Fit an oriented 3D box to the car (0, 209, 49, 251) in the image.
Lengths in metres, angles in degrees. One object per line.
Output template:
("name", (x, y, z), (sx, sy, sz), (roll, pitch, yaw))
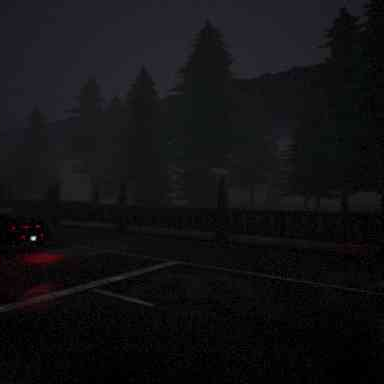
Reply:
("car", (-7.953, 1.489, 13.960), (4.892, 1.490, 1.837), (0, 0, 36))
